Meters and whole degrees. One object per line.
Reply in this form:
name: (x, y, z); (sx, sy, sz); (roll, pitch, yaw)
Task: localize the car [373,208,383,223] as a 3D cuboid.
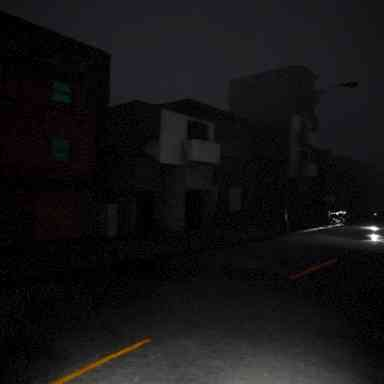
car: (17.046, 1.994, 28.508); (1.895, 1.301, 4.718); (2, 0, 41)
